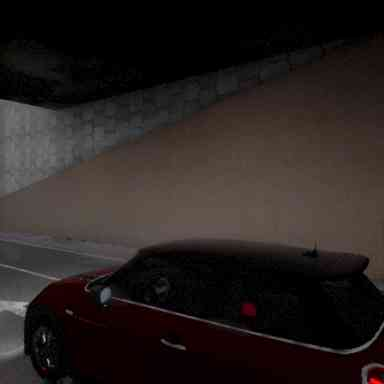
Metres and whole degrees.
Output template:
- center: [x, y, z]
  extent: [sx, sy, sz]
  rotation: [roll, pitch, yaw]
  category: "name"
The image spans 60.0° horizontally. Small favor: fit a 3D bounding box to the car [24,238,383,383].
- center: [-0.001, 1.351, 3.922]
  extent: [4.553, 1.767, 2.097]
  rotation: [0, 0, 36]
  category: "car"
